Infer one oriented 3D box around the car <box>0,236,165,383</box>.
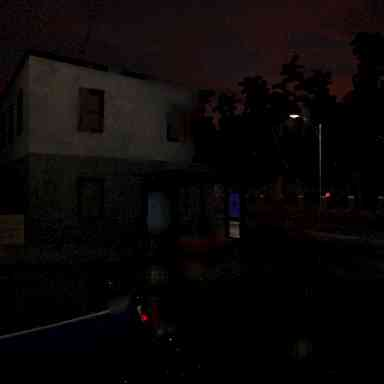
[{"bbox_3d":[-2.572,1.352,2.705,4.553,1.767,2.097,0,0,-35],"label":"car"}]
